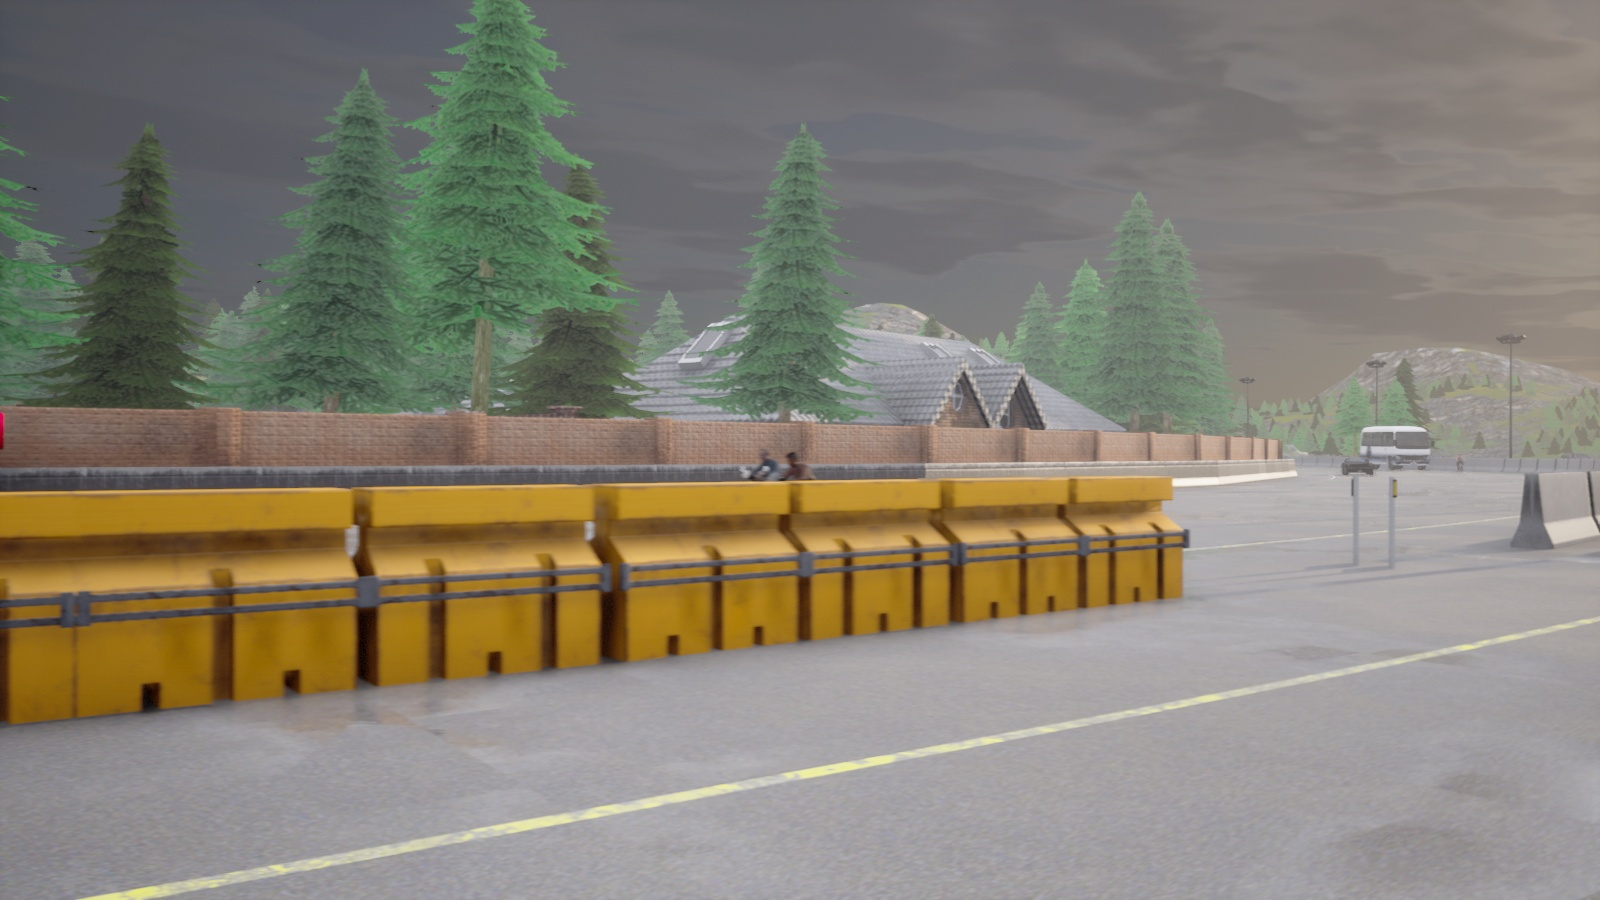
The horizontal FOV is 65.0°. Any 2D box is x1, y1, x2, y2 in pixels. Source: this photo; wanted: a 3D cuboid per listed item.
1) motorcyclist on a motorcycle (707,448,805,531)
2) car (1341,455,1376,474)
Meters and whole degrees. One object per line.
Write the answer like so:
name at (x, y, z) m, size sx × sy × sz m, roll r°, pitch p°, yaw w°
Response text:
motorcyclist on a motorcycle at (-0.870, 0.767, 25.172) m, size 1.817 × 1.590 × 0.866 m, roll 0°, pitch -1°, yaw -40°
car at (39.625, 0.994, 89.168) m, size 1.895 × 1.301 × 4.718 m, roll 0°, pitch 0°, yaw 20°
